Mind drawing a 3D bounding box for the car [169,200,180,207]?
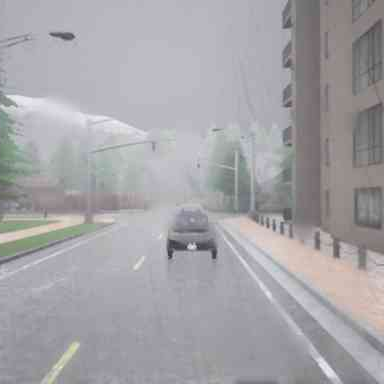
[{"bbox_3d":[-3.512,2.275,67.313,2.128,1.511,4.902,0,0,0],"label":"car"}]

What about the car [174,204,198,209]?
[{"bbox_3d":[-0.267,1.923,28.173,1.895,1.301,4.718,0,-1,-7],"label":"car"}]

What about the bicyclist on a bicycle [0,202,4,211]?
[{"bbox_3d":[-24.560,1.753,42.655,0.582,1.620,1.656,0,-1,-1],"label":"bicyclist on a bicycle"}]

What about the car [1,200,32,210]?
[{"bbox_3d":[-25.024,1.708,48.099,1.932,1.855,4.605,0,-1,-1],"label":"car"}]

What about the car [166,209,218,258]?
[{"bbox_3d":[0.015,1.648,13.484,2.128,1.511,4.902,0,-1,0],"label":"car"}]
